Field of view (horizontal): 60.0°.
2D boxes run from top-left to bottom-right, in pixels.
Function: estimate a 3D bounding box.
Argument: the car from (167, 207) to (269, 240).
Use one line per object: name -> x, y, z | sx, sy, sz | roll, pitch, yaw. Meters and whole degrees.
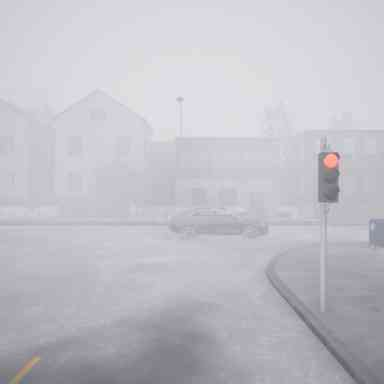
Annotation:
car -> 1.241, 1.492, 16.264 | 4.902, 1.511, 2.128 | 0, 0, 0
